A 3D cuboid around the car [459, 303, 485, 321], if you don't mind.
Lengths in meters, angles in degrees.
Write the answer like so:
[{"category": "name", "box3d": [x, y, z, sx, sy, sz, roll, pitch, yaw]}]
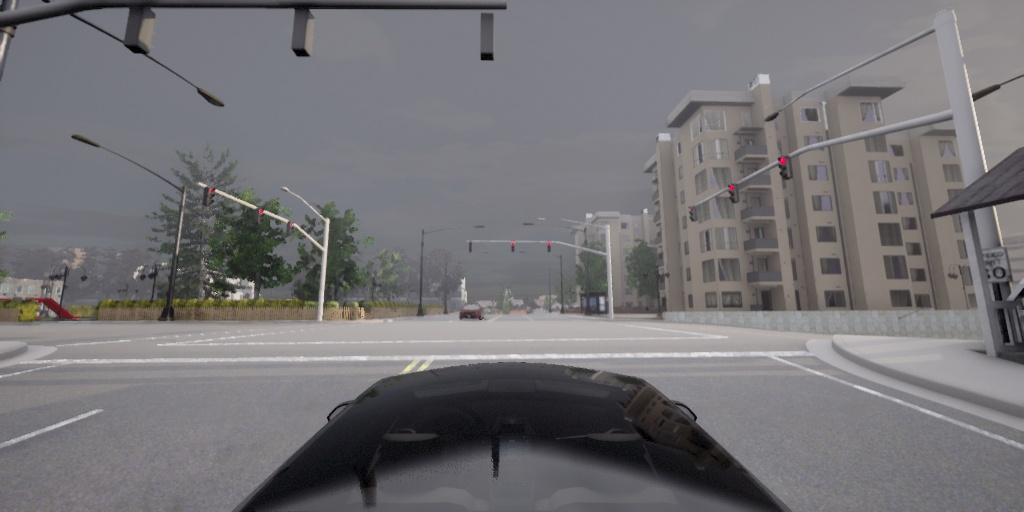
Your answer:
[{"category": "car", "box3d": [-3.493, 4.947, 31.611, 1.882, 1.535, 5.008, 0, -7, 0]}]
